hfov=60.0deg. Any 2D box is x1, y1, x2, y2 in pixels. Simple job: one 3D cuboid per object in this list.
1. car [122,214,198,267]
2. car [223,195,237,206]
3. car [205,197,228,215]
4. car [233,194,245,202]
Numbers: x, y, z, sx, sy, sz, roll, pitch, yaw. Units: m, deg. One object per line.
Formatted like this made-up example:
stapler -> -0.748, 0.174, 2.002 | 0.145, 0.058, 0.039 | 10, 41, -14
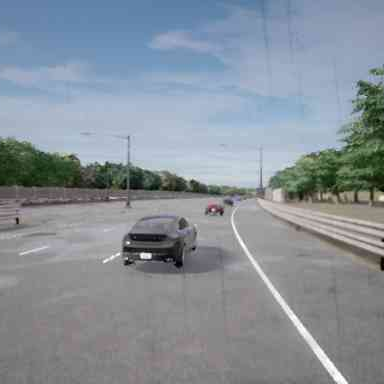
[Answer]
car -> -0.963, 1.532, 11.643 | 1.837, 1.490, 4.892 | 0, 0, 8
car -> 6.250, 1.647, 57.573 | 1.837, 1.490, 4.892 | 0, 0, 10
car -> 2.472, 1.610, 35.133 | 1.812, 1.442, 4.674 | 0, 0, 9
car -> 12.531, 1.865, 90.761 | 2.033, 1.411, 5.357 | 0, 0, 11
